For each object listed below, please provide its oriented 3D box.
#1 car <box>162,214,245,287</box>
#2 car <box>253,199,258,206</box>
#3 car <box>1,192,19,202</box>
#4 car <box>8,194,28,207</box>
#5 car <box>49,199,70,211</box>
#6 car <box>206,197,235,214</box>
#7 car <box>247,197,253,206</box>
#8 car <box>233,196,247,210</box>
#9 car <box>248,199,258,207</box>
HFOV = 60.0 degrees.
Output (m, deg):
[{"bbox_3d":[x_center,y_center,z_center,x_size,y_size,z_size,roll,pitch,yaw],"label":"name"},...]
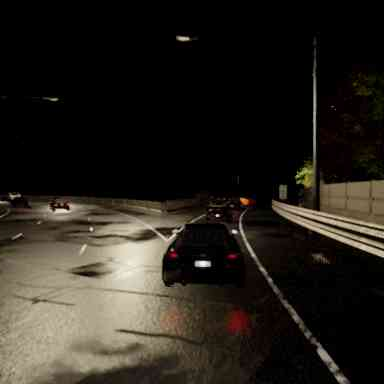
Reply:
[{"bbox_3d":[0.353,1.548,9.319,1.994,1.385,4.181,0,0,3],"label":"car"},{"bbox_3d":[11.901,1.928,68.654,2.097,1.767,4.553,0,-3,15],"label":"car"},{"bbox_3d":[-36.977,1.096,67.949,5.566,2.045,2.150,0,0,43],"label":"car"},{"bbox_3d":[-24.925,1.414,48.040,1.837,1.490,4.892,0,0,-33],"label":"car"},{"bbox_3d":[-15.707,1.474,39.399,2.033,1.411,5.357,0,0,-28],"label":"car"},{"bbox_3d":[2.252,1.461,26.942,1.837,1.490,4.892,0,0,9],"label":"car"},{"bbox_3d":[8.605,1.435,55.534,2.097,1.767,4.553,0,-1,14],"label":"car"},{"bbox_3d":[5.363,1.423,42.287,2.128,1.511,4.902,0,0,13],"label":"car"},{"bbox_3d":[14.530,2.642,78.501,1.882,1.535,5.008,0,-4,16],"label":"car"}]
